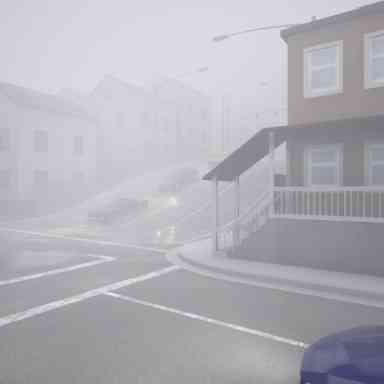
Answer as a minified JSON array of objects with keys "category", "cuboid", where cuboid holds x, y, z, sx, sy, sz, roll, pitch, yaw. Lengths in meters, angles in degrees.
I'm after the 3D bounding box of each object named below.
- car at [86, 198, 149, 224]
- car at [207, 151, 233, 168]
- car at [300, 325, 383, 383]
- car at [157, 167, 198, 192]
[{"category":"car","cuboid":[-5.361,1.256,24.187,1.895,1.301,4.718,0,12,34]},{"category":"car","cuboid":[3.514,-3.732,37.088,1.882,1.535,5.008,0,13,35]},{"category":"car","cuboid":[2.981,1.526,1.838,4.674,1.442,1.812,0,0,36]},{"category":"car","cuboid":[-1.275,-1.268,30.157,1.837,1.490,4.892,0,20,34]}]
